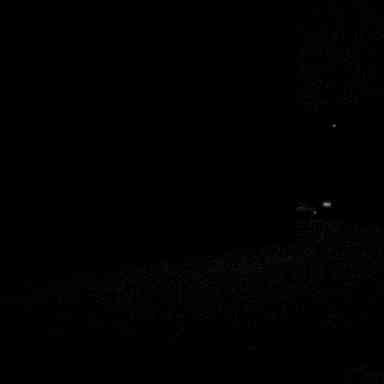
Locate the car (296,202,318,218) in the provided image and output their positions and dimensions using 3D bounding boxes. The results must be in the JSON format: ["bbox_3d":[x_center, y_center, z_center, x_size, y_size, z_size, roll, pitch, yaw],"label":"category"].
[{"bbox_3d":[10.085,1.739,32.766,1.812,1.442,4.674,1,-2,-35],"label":"car"}]
